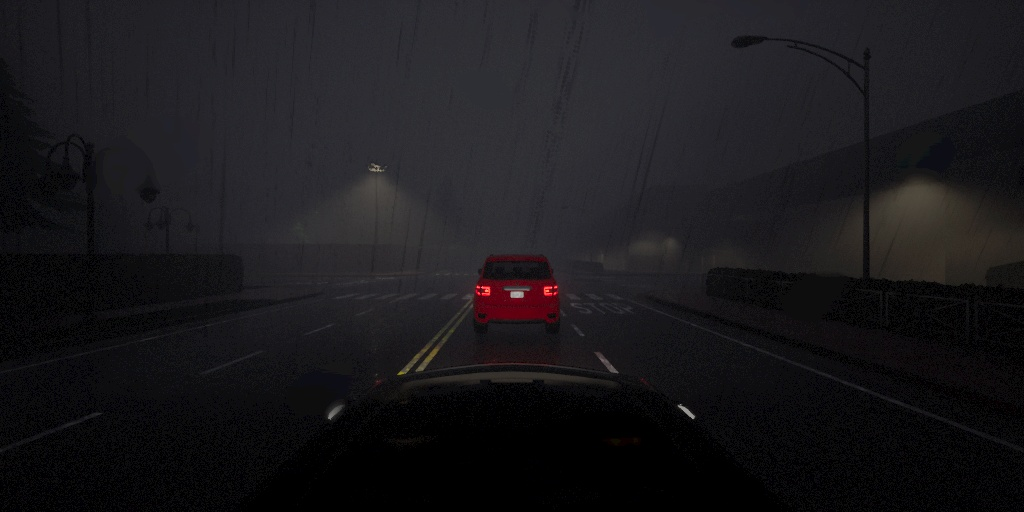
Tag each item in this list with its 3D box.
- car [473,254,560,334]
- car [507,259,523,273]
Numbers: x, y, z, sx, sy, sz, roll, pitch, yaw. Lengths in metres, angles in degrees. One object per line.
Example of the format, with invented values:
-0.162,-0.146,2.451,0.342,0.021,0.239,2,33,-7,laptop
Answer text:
0.121,0.971,10.812,2.150,2.045,5.566,0,0,0,car
0.353,1.228,45.617,1.882,1.535,5.008,0,0,1,car
